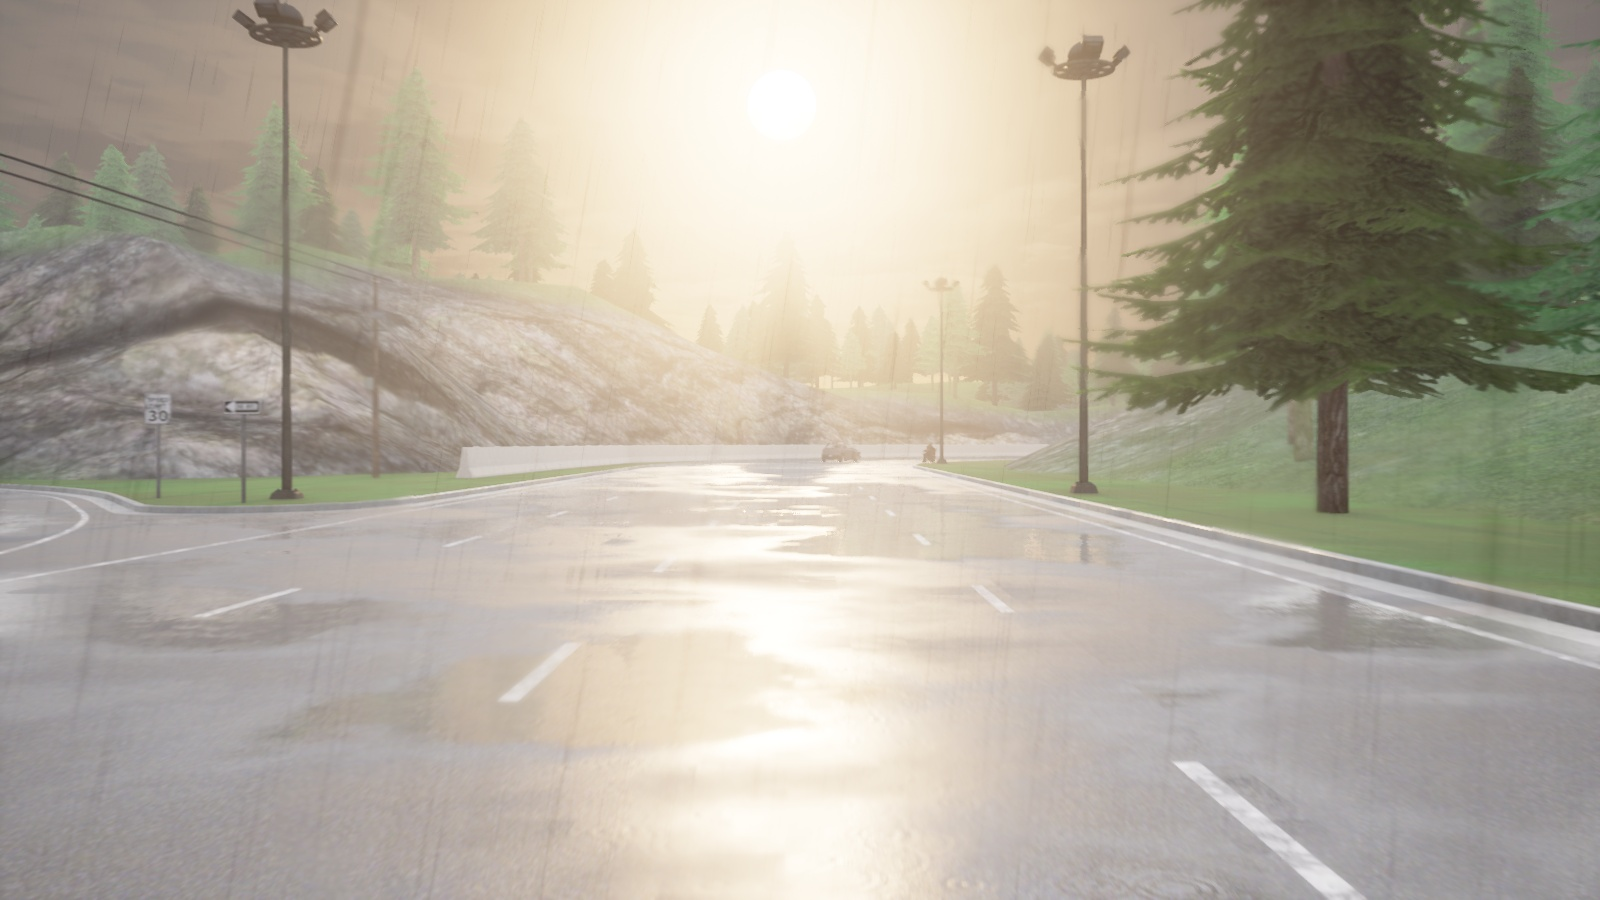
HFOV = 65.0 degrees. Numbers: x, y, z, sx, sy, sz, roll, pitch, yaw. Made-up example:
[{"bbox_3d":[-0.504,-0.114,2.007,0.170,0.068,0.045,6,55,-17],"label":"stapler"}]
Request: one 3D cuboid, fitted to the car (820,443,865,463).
[{"bbox_3d":[3.242,0.227,95.267,1.845,1.501,3.633,0,0,30],"label":"car"}]
